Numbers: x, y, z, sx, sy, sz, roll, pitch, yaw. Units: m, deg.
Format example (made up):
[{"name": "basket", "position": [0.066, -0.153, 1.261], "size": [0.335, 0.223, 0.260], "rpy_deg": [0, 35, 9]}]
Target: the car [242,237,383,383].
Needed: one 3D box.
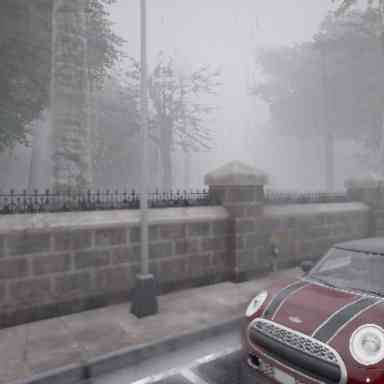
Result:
[{"name": "car", "position": [2.602, 1.437, 4.668], "size": [4.097, 1.590, 1.967], "rpy_deg": [0, 0, -35]}]
